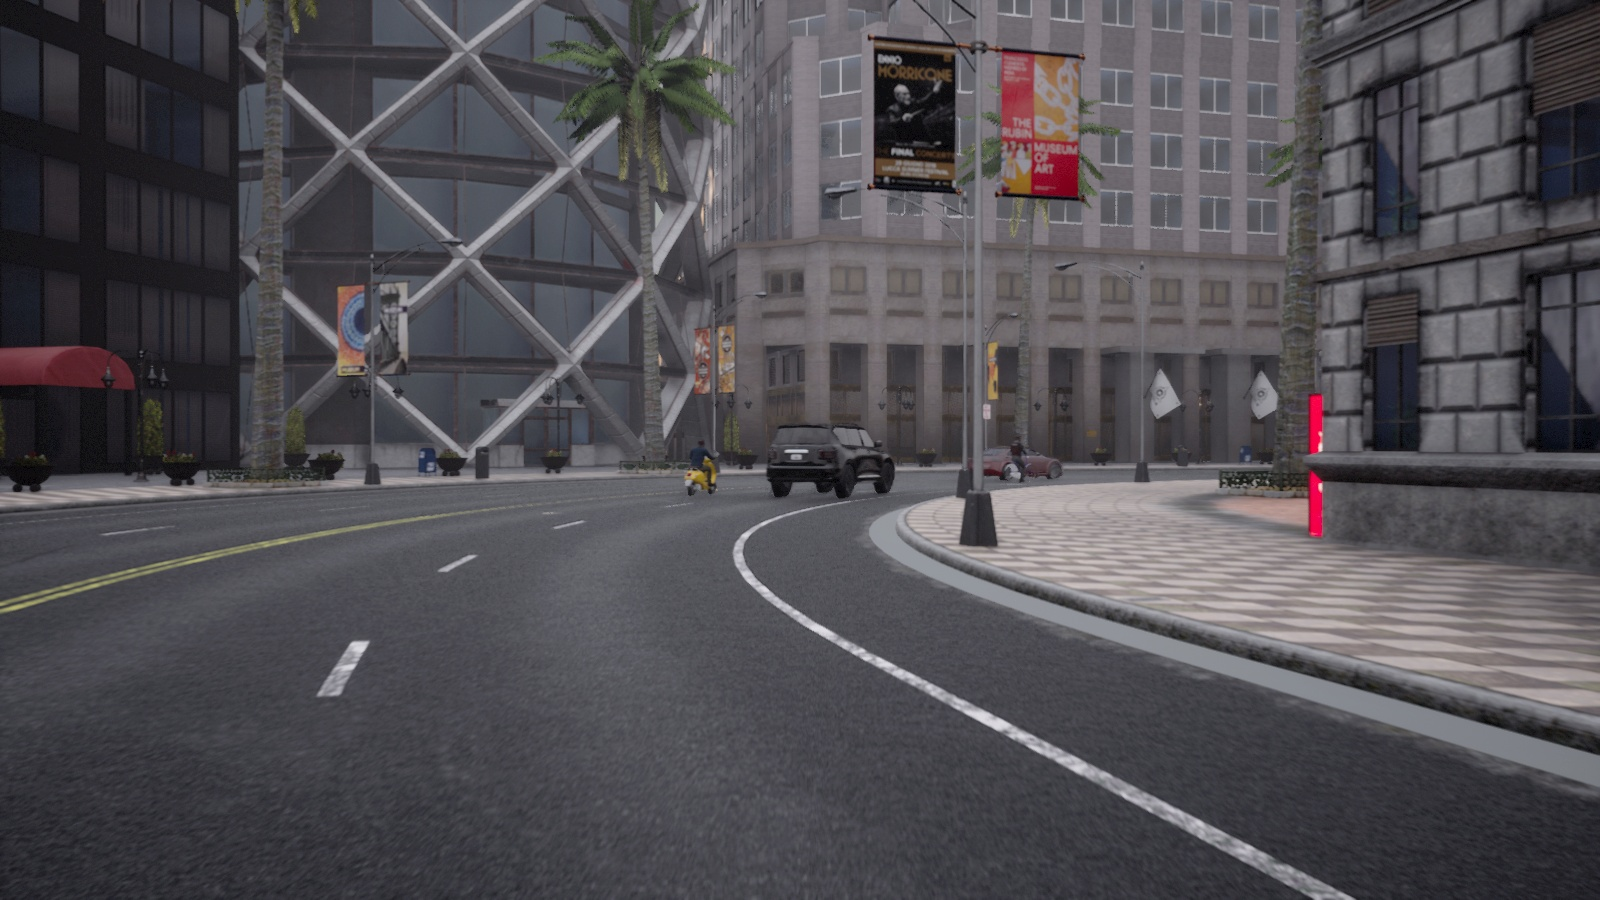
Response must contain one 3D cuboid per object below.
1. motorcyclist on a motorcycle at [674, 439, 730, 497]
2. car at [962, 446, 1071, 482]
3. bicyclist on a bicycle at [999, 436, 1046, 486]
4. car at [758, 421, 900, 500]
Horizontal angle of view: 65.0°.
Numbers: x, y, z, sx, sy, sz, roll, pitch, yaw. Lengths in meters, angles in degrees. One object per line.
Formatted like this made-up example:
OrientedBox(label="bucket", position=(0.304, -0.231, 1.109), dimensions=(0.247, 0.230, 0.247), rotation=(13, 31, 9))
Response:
OrientedBox(label="motorcyclist on a motorcycle", position=(-2.774, 0.497, 35.660), dimensions=(0.866, 1.590, 1.817), rotation=(1, 0, 22))
OrientedBox(label="car", position=(8.682, 0.534, 50.294), dimensions=(4.181, 1.385, 1.994), rotation=(0, 0, -38))
OrientedBox(label="bicyclist on a bicycle", position=(8.013, 0.369, 45.185), dimensions=(1.843, 1.776, 0.659), rotation=(-1, 1, -43))
OrientedBox(label="car", position=(0.950, 0.266, 35.551), dimensions=(2.150, 2.045, 5.566), rotation=(0, 0, 23))
